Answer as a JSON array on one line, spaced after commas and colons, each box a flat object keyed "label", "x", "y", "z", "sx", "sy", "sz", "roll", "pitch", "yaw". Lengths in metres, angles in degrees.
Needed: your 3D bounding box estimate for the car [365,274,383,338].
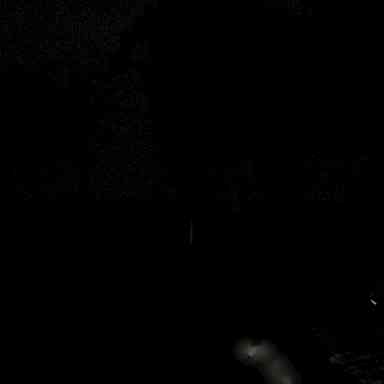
[{"label": "car", "x": 5.057, "y": 1.533, "z": 5.232, "sx": 5.008, "sy": 1.535, "sz": 1.882, "roll": 1, "pitch": 0, "yaw": -21}]
